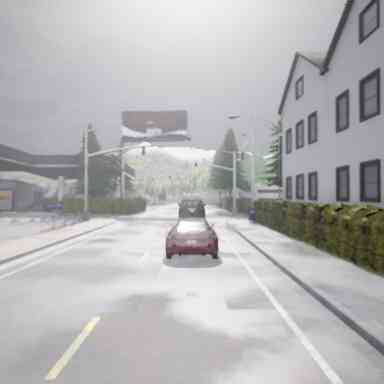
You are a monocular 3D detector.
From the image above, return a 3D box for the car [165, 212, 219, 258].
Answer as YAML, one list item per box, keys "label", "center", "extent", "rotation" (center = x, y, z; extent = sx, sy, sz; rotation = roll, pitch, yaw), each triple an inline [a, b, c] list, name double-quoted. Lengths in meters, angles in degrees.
- label: "car"
  center: [0.016, 1.716, 13.456]
  extent: [1.994, 1.385, 4.181]
  rotation: [0, -1, 1]

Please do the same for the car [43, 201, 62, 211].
- label: "car"
  center: [-22.183, 2.288, 55.019]
  extent: [4.611, 1.667, 2.242]
  rotation: [0, -1, 0]

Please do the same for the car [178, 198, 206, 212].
- label: "car"
  center: [0.005, 1.534, 27.547]
  extent: [2.150, 2.045, 5.566]
  rotation: [0, 0, 0]
